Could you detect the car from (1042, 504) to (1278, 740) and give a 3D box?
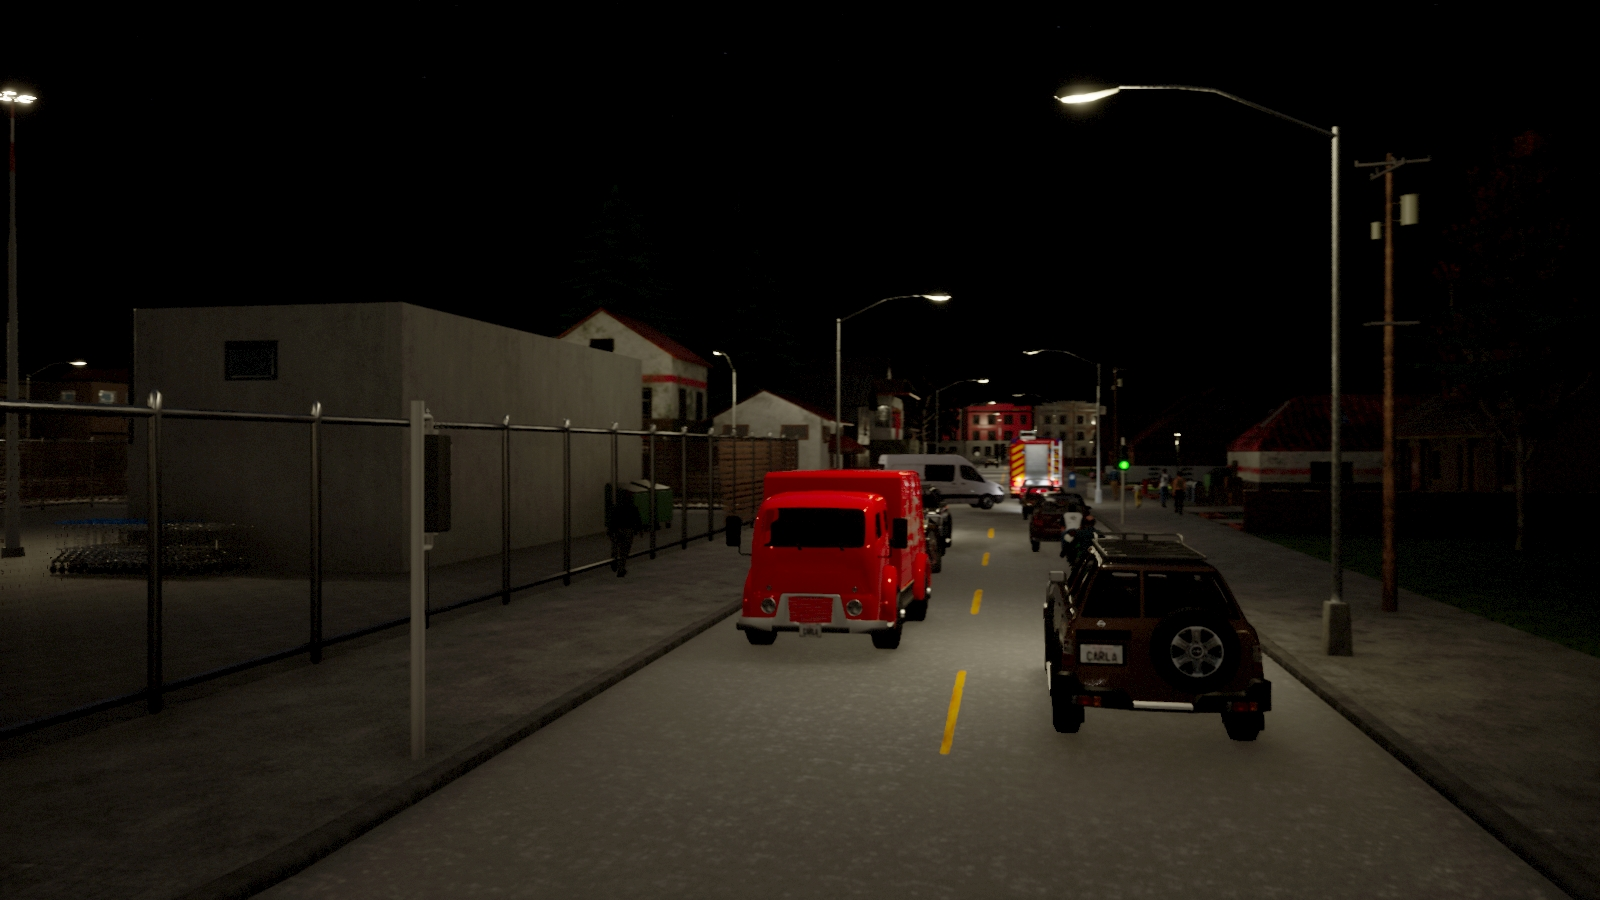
[{"bbox_3d":[3.689,1.629,12.494,1.932,1.855,4.605,0,0,11],"label":"car"}]

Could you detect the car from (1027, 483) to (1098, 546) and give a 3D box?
[{"bbox_3d":[7.365,1.770,32.296,1.789,1.549,3.705,0,0,10],"label":"car"}]

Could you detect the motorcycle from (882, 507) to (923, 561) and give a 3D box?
[{"bbox_3d":[2.445,1.966,27.097,0.803,1.145,2.033,0,0,10],"label":"motorcycle"}]

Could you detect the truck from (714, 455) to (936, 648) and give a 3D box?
[{"bbox_3d":[0.611,1.331,17.635,2.627,2.467,5.204,0,0,11],"label":"truck"}]

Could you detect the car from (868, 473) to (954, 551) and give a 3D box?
[{"bbox_3d":[3.108,1.613,31.176,1.932,1.855,4.605,0,0,11],"label":"car"}]

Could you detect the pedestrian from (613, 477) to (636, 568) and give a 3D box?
[{"bbox_3d":[-3.654,1.505,23.762,0.375,1.860,0.375,0,0,10],"label":"pedestrian"}]

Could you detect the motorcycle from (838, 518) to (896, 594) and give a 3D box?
[{"bbox_3d":[1.271,1.941,21.259,0.856,1.236,1.805,0,0,10],"label":"motorcycle"}]

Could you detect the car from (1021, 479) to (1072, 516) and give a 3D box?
[{"bbox_3d":[10.007,1.887,46.648,1.895,1.301,4.718,0,0,10],"label":"car"}]
